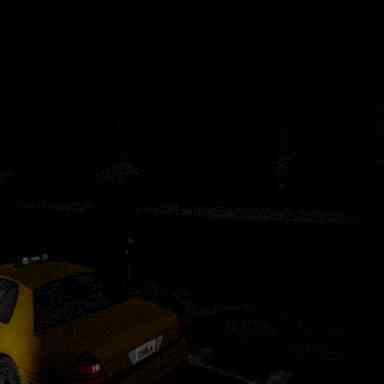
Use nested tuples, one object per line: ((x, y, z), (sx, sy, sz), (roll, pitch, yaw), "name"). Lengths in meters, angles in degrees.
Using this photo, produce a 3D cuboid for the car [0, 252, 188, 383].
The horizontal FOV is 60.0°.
((-2.333, 1.525, 4.625), (4.829, 1.417, 1.752), (0, 0, 35), "car")
